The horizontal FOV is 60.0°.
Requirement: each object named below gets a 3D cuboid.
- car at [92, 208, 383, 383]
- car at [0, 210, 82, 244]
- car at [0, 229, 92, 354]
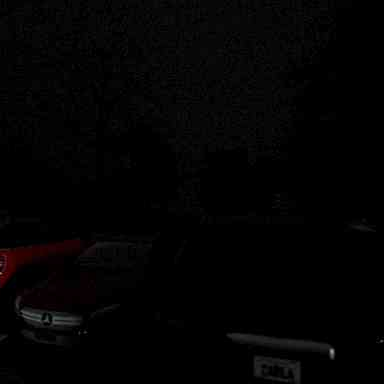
[{"bbox_3d":[1.244,1.235,4.650,2.435,2.045,5.566,0,-1,15],"label":"car"},{"bbox_3d":[-3.620,1.364,8.050,2.185,1.767,4.553,0,-1,16],"label":"car"},{"bbox_3d":[-1.183,1.528,6.349,2.002,1.452,4.674,1,-1,16],"label":"car"}]
